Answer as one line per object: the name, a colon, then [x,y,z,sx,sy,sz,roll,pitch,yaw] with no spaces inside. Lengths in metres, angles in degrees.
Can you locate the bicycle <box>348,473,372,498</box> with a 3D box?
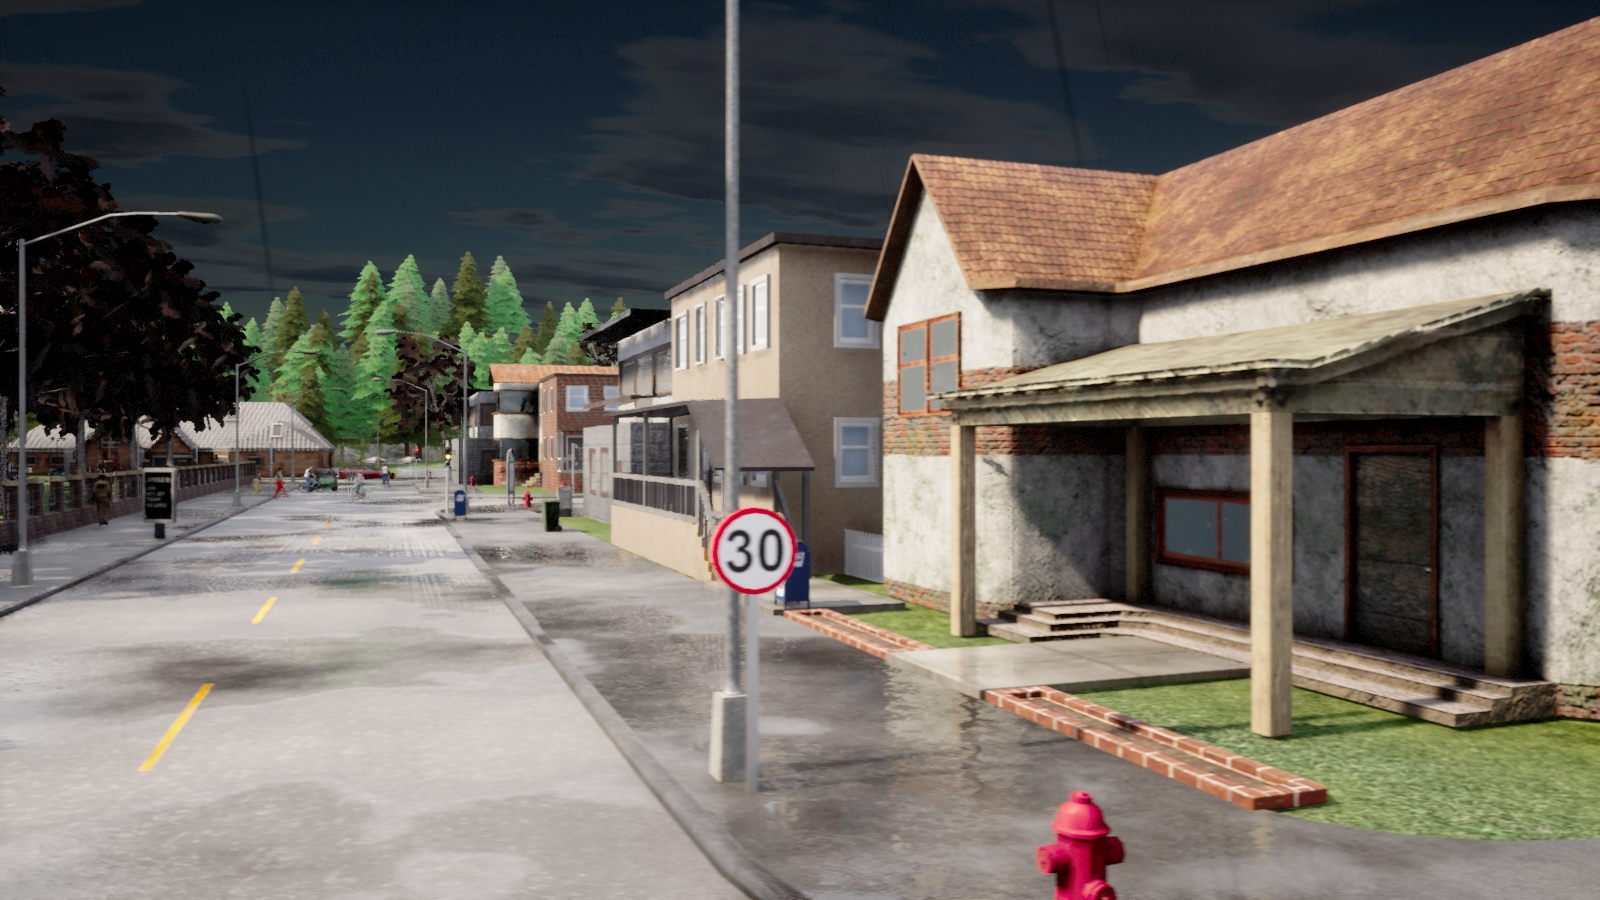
bicycle: [-24.147,1.935,62.713,1.643,1.296,0.373,1,-1,38]

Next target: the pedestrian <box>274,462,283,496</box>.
pedestrian: [-29.169,1.628,63.905,0.375,1.860,0.375,0,0,-41]

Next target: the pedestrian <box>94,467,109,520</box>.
pedestrian: [-24.500,1.524,40.057,0.375,1.860,0.375,0,0,-20]

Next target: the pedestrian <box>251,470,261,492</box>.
pedestrian: [-31.975,1.803,67.163,0.375,1.300,0.375,0,0,34]
